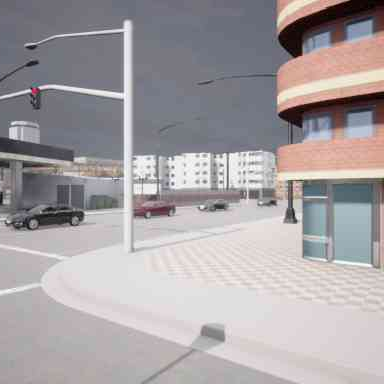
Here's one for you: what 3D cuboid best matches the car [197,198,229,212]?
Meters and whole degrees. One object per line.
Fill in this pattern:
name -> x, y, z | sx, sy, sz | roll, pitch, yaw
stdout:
car -> 2.484, 1.492, 38.250 | 2.128, 1.511, 4.902 | 0, 0, 35

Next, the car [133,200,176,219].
car -> -3.473, 1.478, 29.622 | 1.882, 1.535, 5.008 | 0, 0, 35

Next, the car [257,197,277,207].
car -> 11.599, 1.493, 51.324 | 2.128, 1.511, 4.902 | 0, 0, 35

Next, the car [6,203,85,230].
car -> -9.211, 1.505, 21.241 | 1.837, 1.490, 4.892 | 0, 0, 34
